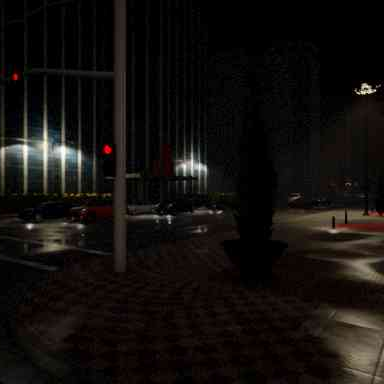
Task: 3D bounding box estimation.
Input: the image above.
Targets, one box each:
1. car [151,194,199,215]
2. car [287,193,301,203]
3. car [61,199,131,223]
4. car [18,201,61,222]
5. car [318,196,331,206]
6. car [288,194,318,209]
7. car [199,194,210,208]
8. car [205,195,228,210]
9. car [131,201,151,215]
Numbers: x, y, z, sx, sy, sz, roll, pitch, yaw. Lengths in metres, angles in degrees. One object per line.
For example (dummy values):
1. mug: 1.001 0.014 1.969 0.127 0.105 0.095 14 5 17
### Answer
1. car: -1.663 1.352 34.086 2.097 1.767 4.553 0 0 35
2. car: 17.618 1.221 55.281 2.150 2.045 5.566 0 0 35
3. car: -7.355 1.352 25.927 2.097 1.767 4.553 0 0 35
4. car: -11.190 1.478 26.550 1.882 1.535 5.008 0 0 35
5. car: 21.294 1.352 54.431 2.097 1.767 4.553 0 0 35
6. car: 15.332 1.478 45.879 1.882 1.535 5.008 0 0 35
7. car: 0.610 1.221 43.445 2.150 2.045 5.566 0 0 35
8. car: 4.179 1.492 42.442 2.128 1.511 4.902 0 0 35
9. car: -5.525 1.601 34.674 1.895 1.301 4.718 0 0 35
